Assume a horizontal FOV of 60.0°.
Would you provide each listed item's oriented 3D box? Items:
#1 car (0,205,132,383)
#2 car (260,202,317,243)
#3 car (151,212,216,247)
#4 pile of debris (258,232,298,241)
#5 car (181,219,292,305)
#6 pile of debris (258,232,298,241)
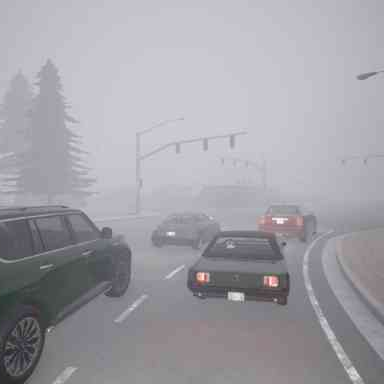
[{"bbox_3d":[-2.785,1.222,5.547,2.150,2.045,5.566,0,0,8],"label":"car"},{"bbox_3d":[4.829,1.320,16.412,2.097,1.767,4.553,0,0,27],"label":"car"},{"bbox_3d":[-0.105,1.546,14.502,1.994,1.385,4.181,0,0,20],"label":"car"},{"bbox_3d":[4.209,2.145,16.172,1.500,0.140,1.860,0,0,29],"label":"pile of debris"},{"bbox_3d":[1.337,1.588,8.142,1.895,1.301,4.718,0,0,14],"label":"car"},{"bbox_3d":[4.209,2.145,16.172,1.500,0.140,1.860,0,0,29],"label":"pile of debris"}]
